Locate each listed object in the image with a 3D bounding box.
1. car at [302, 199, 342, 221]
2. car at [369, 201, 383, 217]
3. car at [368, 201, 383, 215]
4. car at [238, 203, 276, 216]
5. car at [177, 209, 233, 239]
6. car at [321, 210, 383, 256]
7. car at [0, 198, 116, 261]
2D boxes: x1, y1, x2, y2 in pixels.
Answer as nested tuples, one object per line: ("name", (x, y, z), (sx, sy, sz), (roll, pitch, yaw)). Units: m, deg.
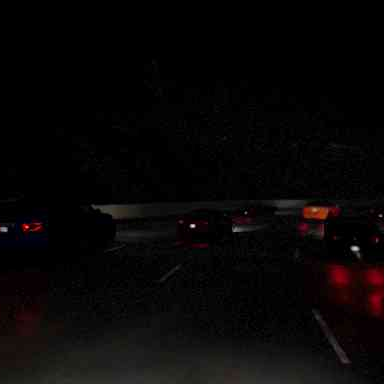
("car", (10.785, 1.461, 27.352), (2.097, 1.767, 4.553), (0, 0, 39))
("car", (17.574, 1.735, 29.541), (4.718, 1.301, 1.895), (0, 0, -42))
("car", (21.575, 1.730, 36.545), (4.181, 1.385, 1.994), (0, 0, -31))
("car", (6.709, 1.720, 33.750), (1.895, 1.301, 4.718), (0, 0, 42))
("car", (0.827, 1.620, 17.870), (1.994, 1.385, 4.181), (0, 0, 23))
("car", (6.434, 1.659, 13.572), (1.895, 1.301, 4.718), (0, 0, 21))
("car", (-5.020, 1.247, 12.767), (2.150, 2.045, 5.566), (0, 0, 15))
